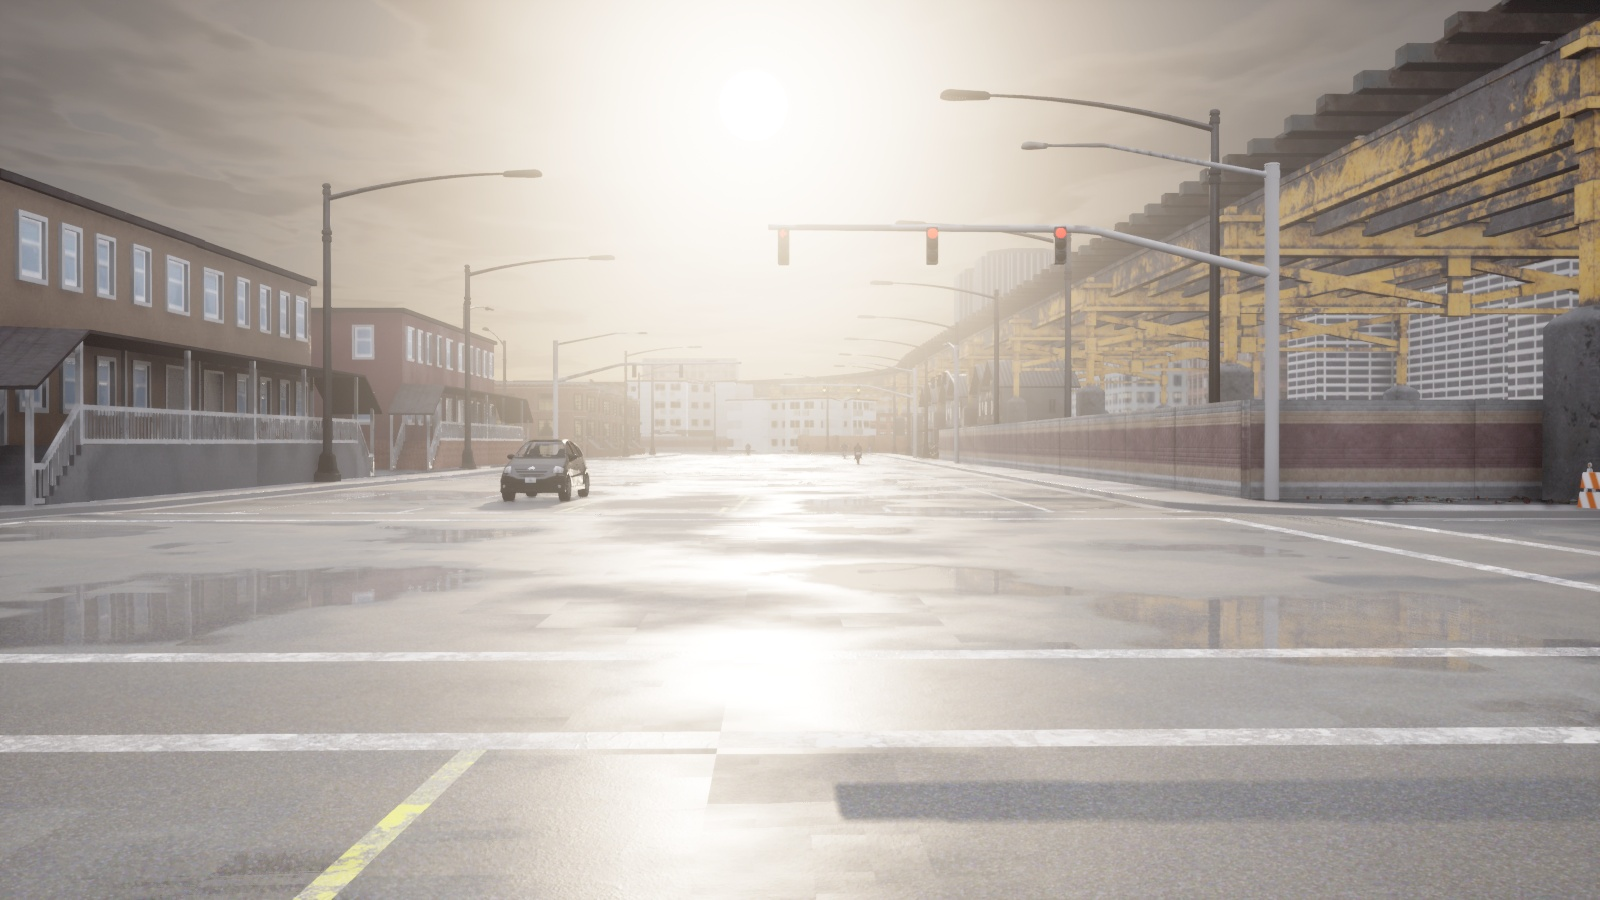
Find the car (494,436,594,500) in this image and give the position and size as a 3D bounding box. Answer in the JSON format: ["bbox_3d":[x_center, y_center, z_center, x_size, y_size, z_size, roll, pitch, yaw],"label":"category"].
[{"bbox_3d":[-6.792,0.449,33.720,1.851,1.617,3.988,0,0,0],"label":"car"}]
